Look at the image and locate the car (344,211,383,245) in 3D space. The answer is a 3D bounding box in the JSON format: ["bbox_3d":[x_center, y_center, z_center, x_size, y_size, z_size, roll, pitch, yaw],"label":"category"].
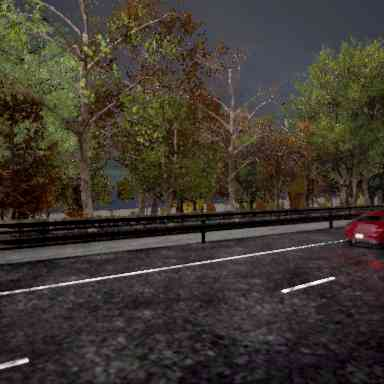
[{"bbox_3d":[8.323,1.536,14.198,4.674,1.442,1.812,0,0,-36],"label":"car"}]
